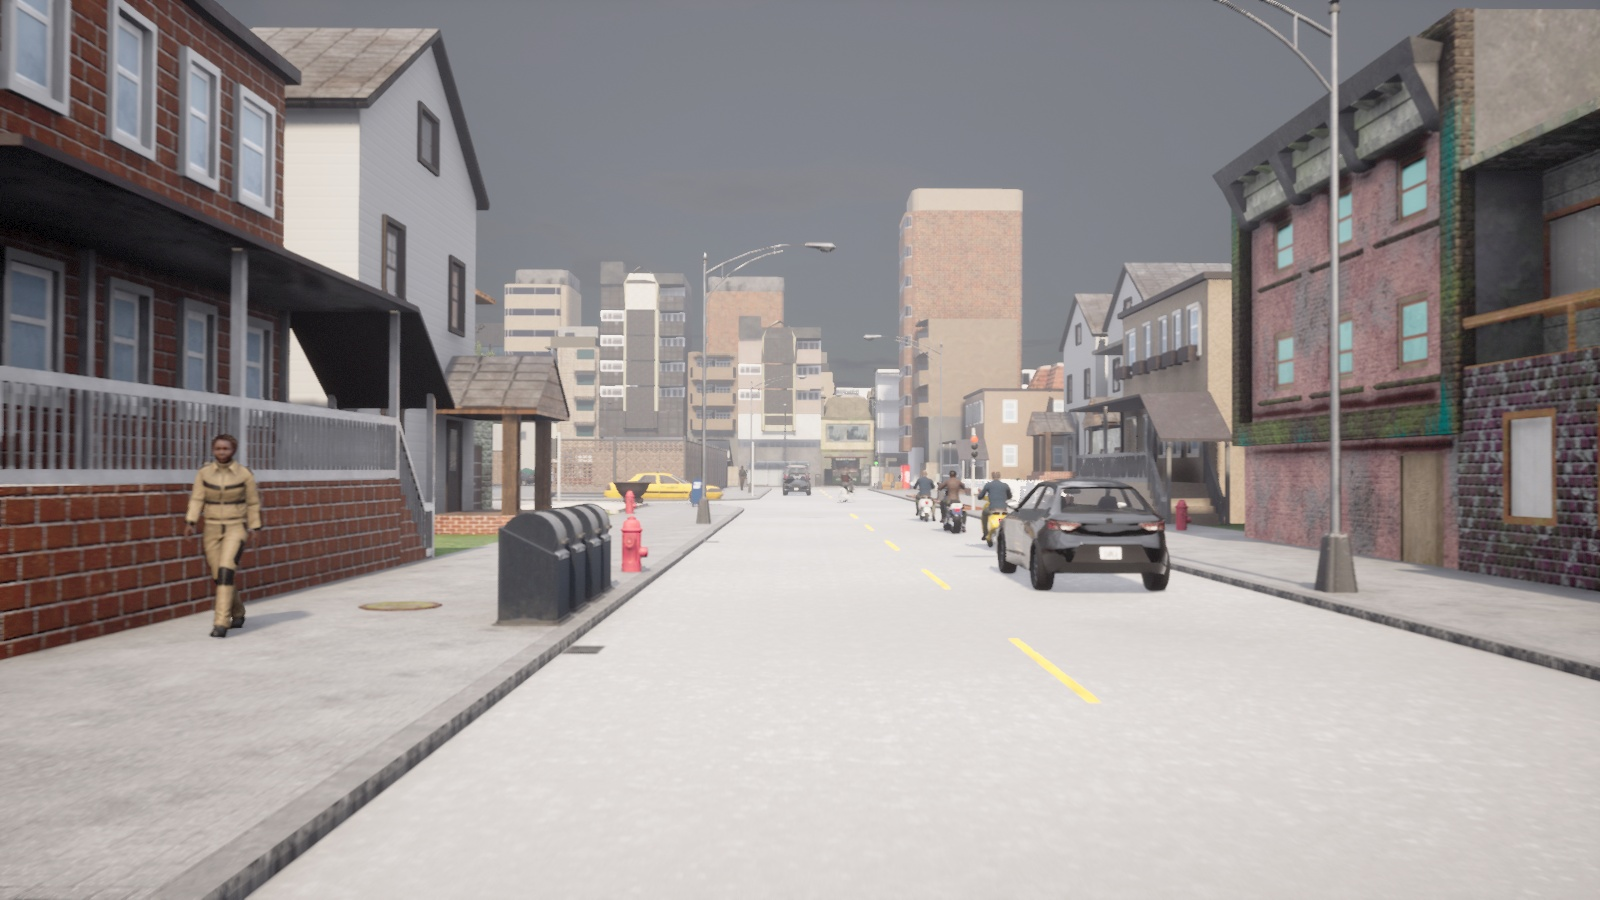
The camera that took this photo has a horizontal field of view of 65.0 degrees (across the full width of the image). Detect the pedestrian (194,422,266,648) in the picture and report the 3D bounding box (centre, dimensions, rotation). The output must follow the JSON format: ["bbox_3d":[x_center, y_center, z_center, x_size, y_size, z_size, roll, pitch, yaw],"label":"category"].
[{"bbox_3d":[-5.039,0.731,11.126,0.396,1.930,0.692,0,-1,-8],"label":"pedestrian"}]

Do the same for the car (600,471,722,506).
[{"bbox_3d":[-6.304,1.738,57.263,5.366,1.575,1.801,0,-1,0],"label":"car"}]

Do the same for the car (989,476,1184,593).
[{"bbox_3d":[3.953,1.114,18.040,1.816,1.474,4.193,0,-1,0],"label":"car"}]

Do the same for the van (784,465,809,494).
[{"bbox_3d":[-0.217,2.066,89.476,1.775,1.987,4.442,0,-1,0],"label":"van"}]

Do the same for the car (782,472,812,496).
[{"bbox_3d":[-0.162,2.182,80.807,1.816,1.474,4.193,0,-1,1],"label":"car"}]

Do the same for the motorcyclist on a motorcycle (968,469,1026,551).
[{"bbox_3d":[3.934,1.175,25.238,0.866,1.590,1.817,0,-1,0],"label":"motorcyclist on a motorcycle"}]

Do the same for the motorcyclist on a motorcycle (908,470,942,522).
[{"bbox_3d":[3.909,1.413,39.463,0.866,1.590,1.817,0,-1,0],"label":"motorcyclist on a motorcycle"}]

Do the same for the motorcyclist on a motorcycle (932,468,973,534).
[{"bbox_3d":[3.916,1.292,32.395,0.766,1.649,2.350,0,-1,0],"label":"motorcyclist on a motorcycle"}]
